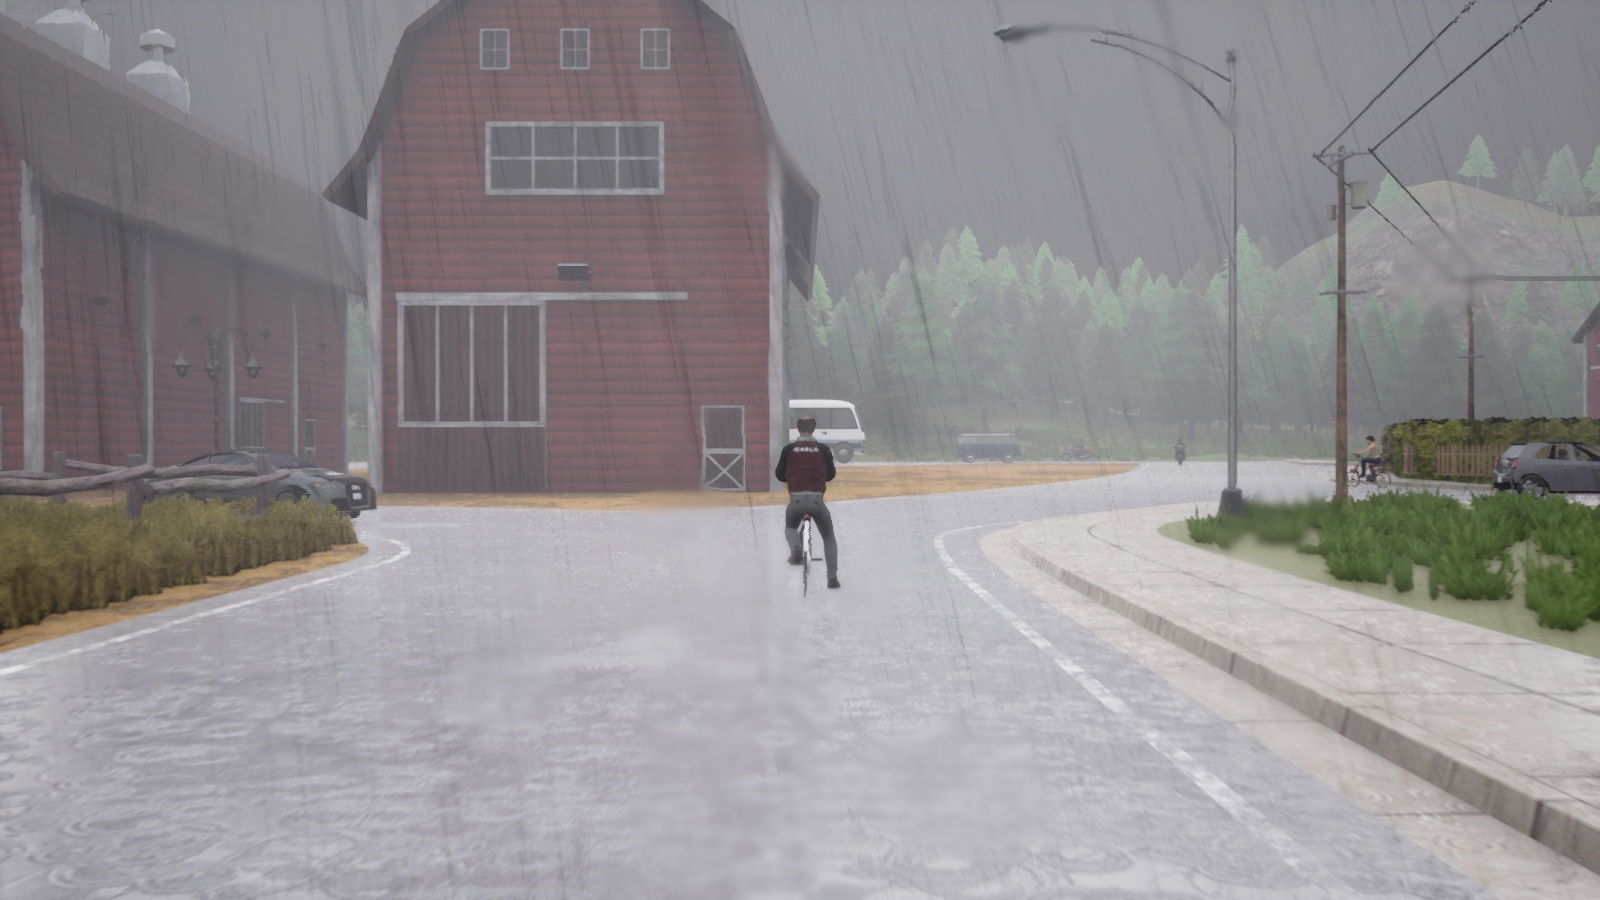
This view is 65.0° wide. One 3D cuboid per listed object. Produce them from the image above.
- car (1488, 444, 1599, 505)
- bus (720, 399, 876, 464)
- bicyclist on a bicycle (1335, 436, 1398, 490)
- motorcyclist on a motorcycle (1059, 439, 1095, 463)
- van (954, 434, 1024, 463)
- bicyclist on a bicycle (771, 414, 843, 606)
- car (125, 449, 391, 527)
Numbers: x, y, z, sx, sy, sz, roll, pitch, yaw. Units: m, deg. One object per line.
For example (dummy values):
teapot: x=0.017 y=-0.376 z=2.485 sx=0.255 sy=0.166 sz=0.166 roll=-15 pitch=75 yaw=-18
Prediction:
car: x=19.737 y=0.596 z=31.837 sx=3.633 sy=1.501 sz=1.845 roll=0 pitch=0 yaw=11
bus: x=-0.096 y=-1.246 z=84.532 sx=10.273 sy=4.253 sz=3.944 roll=0 pitch=0 yaw=1
bicyclist on a bicycle: x=17.390 y=0.396 z=38.581 sx=0.866 sy=1.612 sz=1.509 roll=2 pitch=0 yaw=-37
motorcyclist on a motorcycle: x=19.364 y=0.077 z=87.844 sx=2.350 sy=1.649 sz=0.766 roll=0 pitch=0 yaw=1
van: x=12.680 y=-0.106 z=84.409 sx=4.442 sy=1.987 sz=1.775 roll=0 pitch=0 yaw=1
bicyclist on a bicycle: x=0.061 y=0.547 z=12.506 sx=0.659 sy=1.776 sz=1.843 roll=0 pitch=1 yaw=0
car: x=-10.138 y=0.670 z=23.635 sx=4.181 sy=1.385 sz=1.994 roll=0 pitch=0 yaw=10
